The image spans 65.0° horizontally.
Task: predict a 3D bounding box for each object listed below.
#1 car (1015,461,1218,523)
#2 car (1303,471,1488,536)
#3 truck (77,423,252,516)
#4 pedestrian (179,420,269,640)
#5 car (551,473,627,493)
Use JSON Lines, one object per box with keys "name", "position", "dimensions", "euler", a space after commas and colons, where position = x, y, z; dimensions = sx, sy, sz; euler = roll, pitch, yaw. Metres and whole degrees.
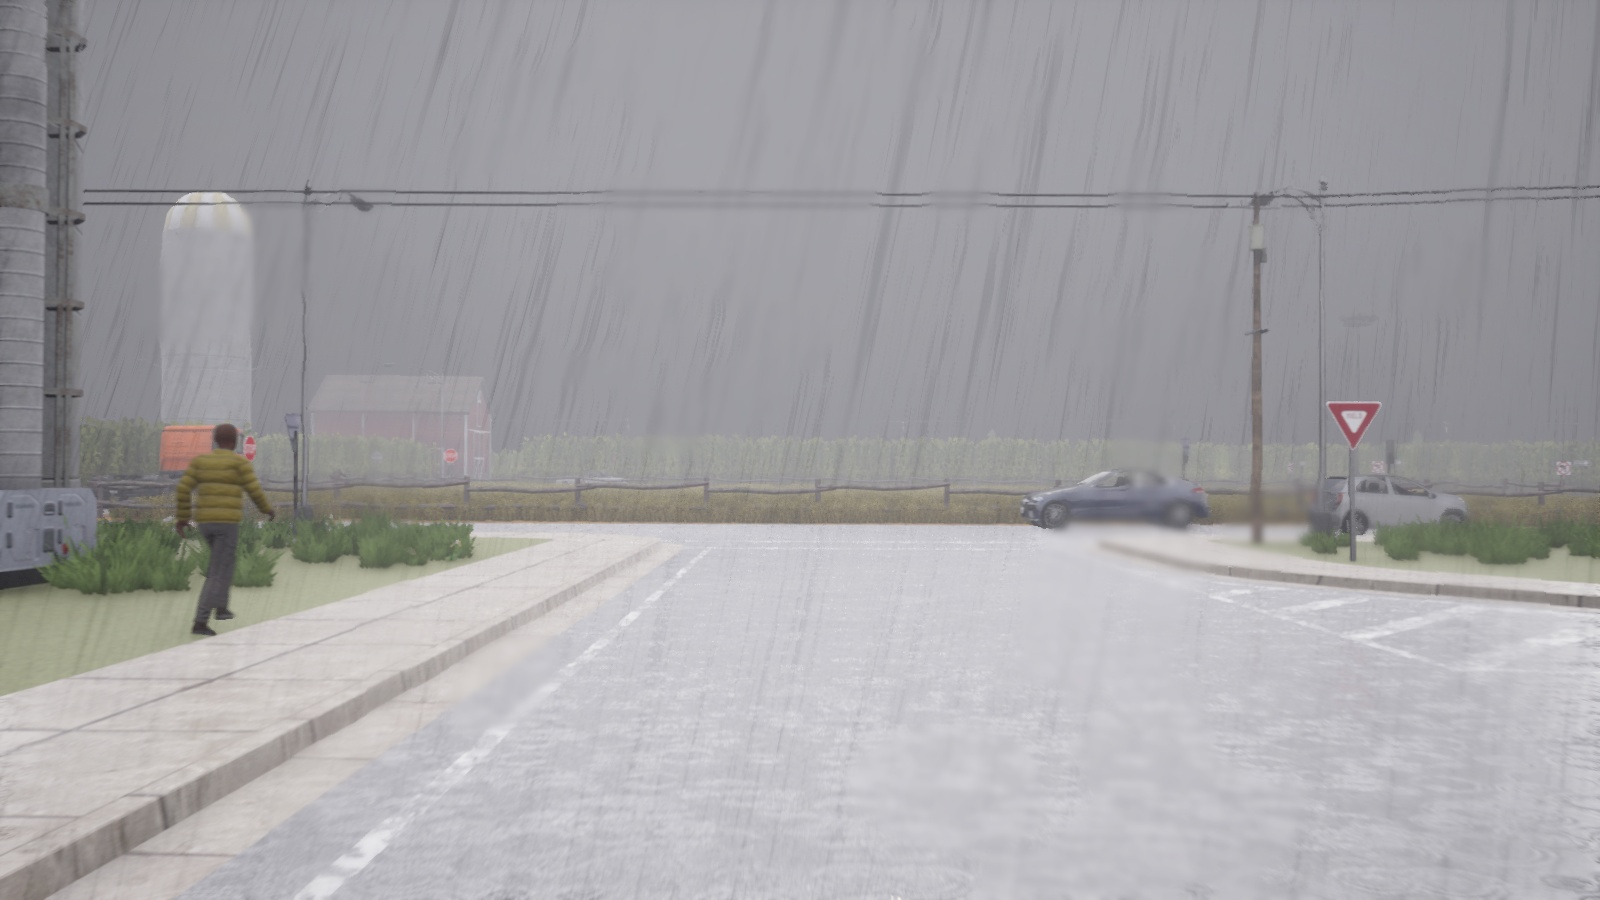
{"name": "car", "position": [8.579, 1.135, 34.438], "dimensions": [5.027, 1.651, 2.152], "euler": [0, -1, 1]}
{"name": "car", "position": [14.518, 1.285, 30.749], "dimensions": [3.633, 1.501, 1.845], "euler": [0, -1, -4]}
{"name": "truck", "position": [-25.480, 0.785, 50.895], "dimensions": [2.891, 3.462, 7.936], "euler": [0, -1, 1]}
{"name": "pedestrian", "position": [-4.954, 0.671, 10.833], "dimensions": [0.370, 1.835, 0.726], "euler": [0, -1, 8]}
{"name": "car", "position": [-14.049, 2.184, 83.895], "dimensions": [4.718, 1.301, 1.895], "euler": [0, -1, 1]}
